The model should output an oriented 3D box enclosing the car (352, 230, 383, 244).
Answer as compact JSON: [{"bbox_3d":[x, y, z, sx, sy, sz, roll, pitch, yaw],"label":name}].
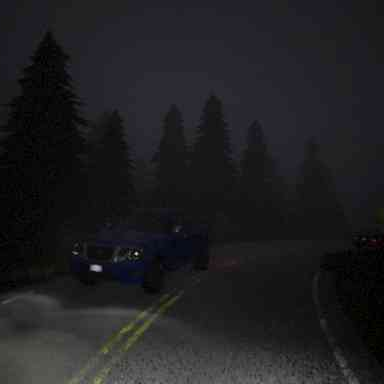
[{"bbox_3d":[13.587,3.460,24.088,5.357,1.411,2.033,6,-3,-39],"label":"car"}]

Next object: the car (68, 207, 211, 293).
[{"bbox_3d":[-1.116,1.474,9.999,2.150,2.045,5.566,0,-3,22],"label":"car"}]
